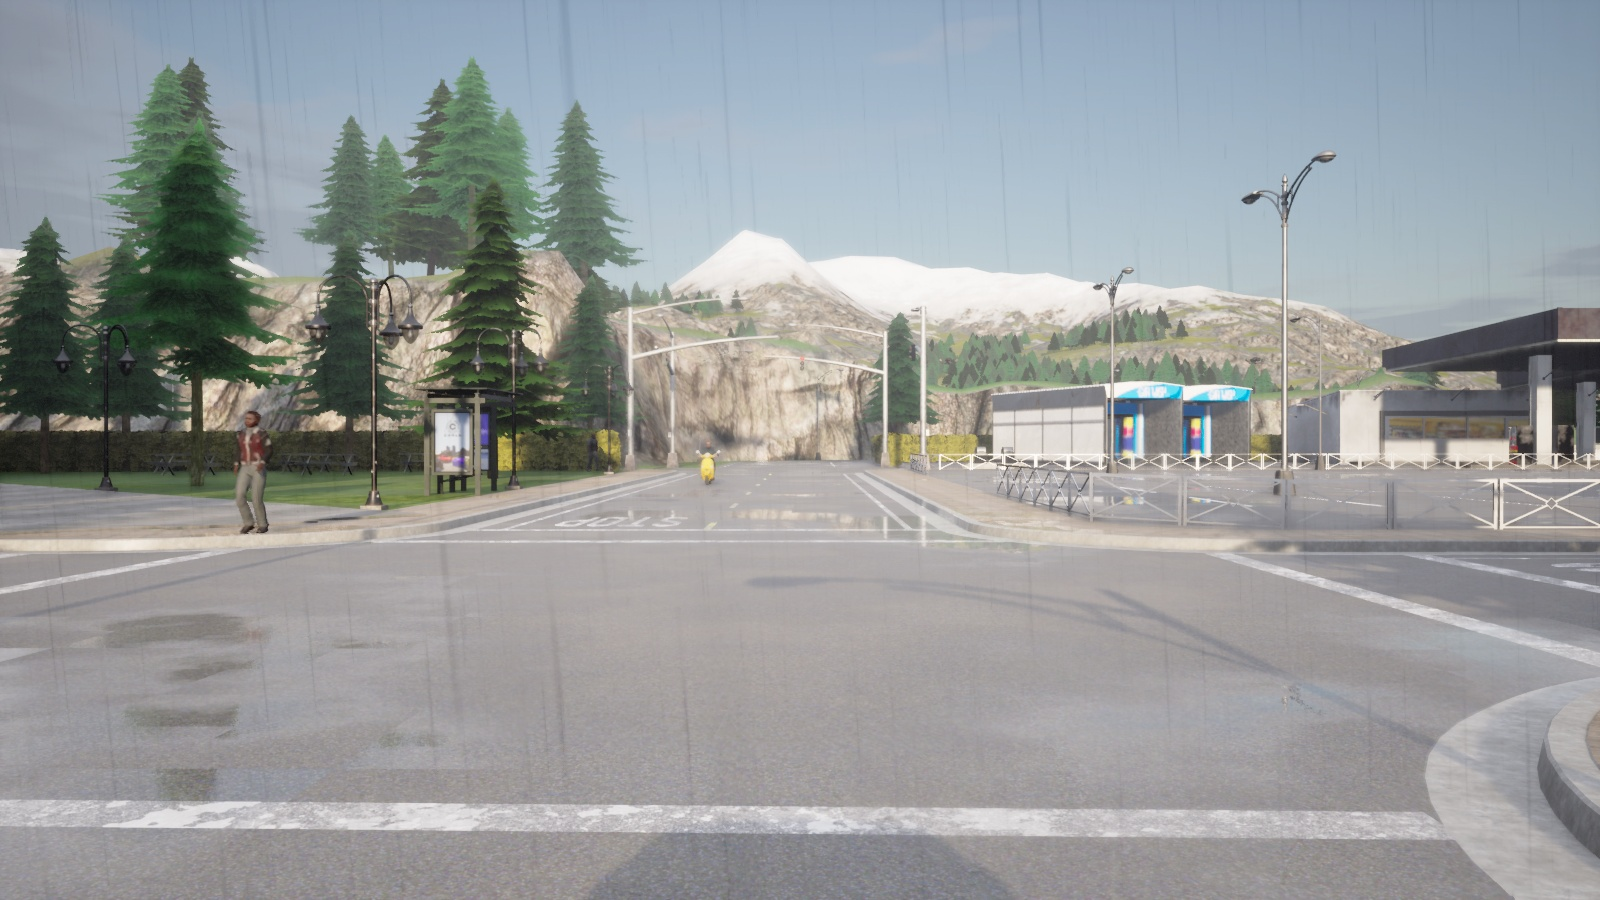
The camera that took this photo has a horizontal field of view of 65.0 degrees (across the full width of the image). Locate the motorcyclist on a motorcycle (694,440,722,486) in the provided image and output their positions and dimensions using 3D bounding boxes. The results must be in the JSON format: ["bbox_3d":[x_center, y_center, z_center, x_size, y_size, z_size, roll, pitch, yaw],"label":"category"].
[{"bbox_3d":[-3.238,0.447,44.321,0.866,1.590,1.817,0,0,0],"label":"motorcyclist on a motorcycle"}]

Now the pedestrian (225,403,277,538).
[{"bbox_3d":[-8.042,0.292,18.401,0.402,1.930,0.666,0,0,10],"label":"pedestrian"}]

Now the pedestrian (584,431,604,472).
[{"bbox_3d":[-9.419,0.071,57.348,0.563,1.883,0.849,0,0,-41],"label":"pedestrian"}]
